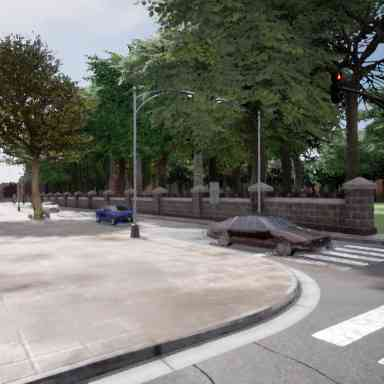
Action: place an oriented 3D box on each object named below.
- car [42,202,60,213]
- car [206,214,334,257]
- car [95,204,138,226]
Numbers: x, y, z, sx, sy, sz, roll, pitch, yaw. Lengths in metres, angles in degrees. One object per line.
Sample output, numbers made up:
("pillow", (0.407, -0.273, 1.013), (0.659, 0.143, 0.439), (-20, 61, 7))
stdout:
("car", (-18.813, 2.016, 43.893), (1.812, 1.442, 4.674), (0, -1, -35))
("car", (2.886, 1.634, 13.669), (2.033, 1.411, 5.357), (0, 0, -40))
("car", (-5.907, 1.707, 25.701), (1.882, 1.535, 5.008), (0, -1, -36))
